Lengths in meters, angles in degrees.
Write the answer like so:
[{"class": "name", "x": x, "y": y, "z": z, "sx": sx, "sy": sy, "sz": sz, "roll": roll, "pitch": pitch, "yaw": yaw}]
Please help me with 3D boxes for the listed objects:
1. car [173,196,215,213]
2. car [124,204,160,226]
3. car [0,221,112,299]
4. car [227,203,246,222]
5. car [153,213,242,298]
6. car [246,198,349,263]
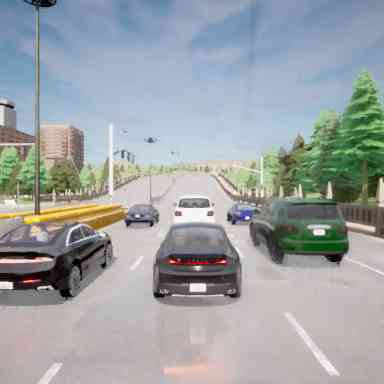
[{"class": "car", "x": 0.115, "y": 1.220, "z": 18.808, "sx": 2.150, "sy": 2.045, "sz": 5.566, "roll": 0, "pitch": 0, "yaw": 0}, {"class": "car", "x": -3.386, "y": 1.546, "z": 23.160, "sx": 2.033, "sy": 1.411, "sz": 5.357, "roll": 0, "pitch": 0, "yaw": 0}, {"class": "car", "x": -3.393, "y": 1.489, "z": 8.451, "sx": 2.128, "sy": 1.511, "sz": 4.902, "roll": 0, "pitch": 0, "yaw": 0}, {"class": "car", "x": 3.616, "y": 1.524, "z": 23.905, "sx": 1.812, "sy": 1.442, "sz": 4.674, "roll": 0, "pitch": 0, "yaw": 0}, {"class": "car", "x": 0.109, "y": 1.504, "z": 8.512, "sx": 1.837, "sy": 1.490, "sz": 4.892, "roll": 0, "pitch": 0, "yaw": 0}, {"class": "car", "x": 3.612, "y": 1.224, "z": 12.164, "sx": 2.150, "sy": 2.045, "sz": 5.566, "roll": 0, "pitch": 0, "yaw": 0}]
